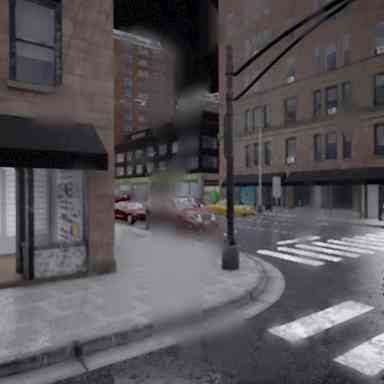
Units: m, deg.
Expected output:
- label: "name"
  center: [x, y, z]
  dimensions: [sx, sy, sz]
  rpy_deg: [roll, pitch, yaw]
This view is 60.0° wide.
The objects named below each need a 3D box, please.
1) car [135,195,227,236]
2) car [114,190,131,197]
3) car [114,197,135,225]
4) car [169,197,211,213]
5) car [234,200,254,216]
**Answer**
- label: "car"
  center: [-0.733, 1.126, 17.394]
  dimensions: [2.192, 1.841, 5.009]
  rpy_deg: [1, 0, -36]
- label: "car"
  center: [-9.888, 0.694, 44.590]
  dimensions: [2.192, 1.841, 5.009]
  rpy_deg: [0, 0, -36]
- label: "car"
  center: [-3.950, 1.276, 21.836]
  dimensions: [1.887, 1.381, 4.507]
  rpy_deg: [1, 0, -36]
- label: "car"
  center: [-0.252, 1.180, 31.267]
  dimensions: [1.802, 1.307, 4.206]
  rpy_deg: [0, 1, -36]
- label: "car"
  center: [2.862, 1.199, 26.963]
  dimensions: [1.752, 1.417, 4.829]
  rpy_deg: [0, 1, -36]
